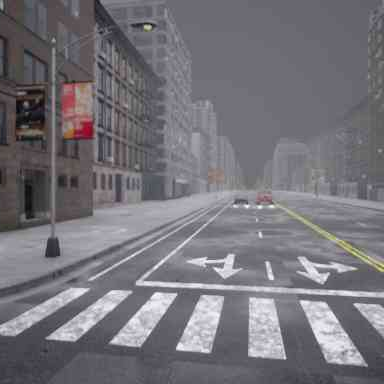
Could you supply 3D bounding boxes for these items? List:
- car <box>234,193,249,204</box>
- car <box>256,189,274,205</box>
[{"bbox_3d":[7.051,0.910,47.505,1.882,1.535,5.008,0,1,10],"label":"car"},{"bbox_3d":[10.249,0.658,46.924,2.150,2.045,5.566,0,1,10],"label":"car"}]
